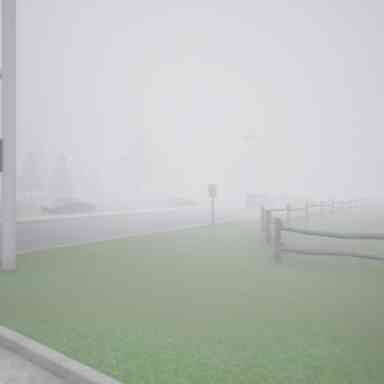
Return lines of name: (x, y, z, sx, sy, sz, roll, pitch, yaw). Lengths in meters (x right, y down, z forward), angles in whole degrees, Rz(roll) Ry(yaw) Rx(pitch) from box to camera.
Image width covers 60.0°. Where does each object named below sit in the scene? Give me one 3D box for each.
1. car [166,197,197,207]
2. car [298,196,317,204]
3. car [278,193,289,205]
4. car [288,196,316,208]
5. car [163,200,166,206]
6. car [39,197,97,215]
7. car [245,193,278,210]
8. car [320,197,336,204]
car: (-1.250, 1.599, 49.801, 1.895, 1.301, 4.718, 0, 0, 35)
car: (21.391, 1.501, 61.399, 1.837, 1.490, 4.892, 0, -1, 36)
car: (16.550, 1.220, 60.880, 2.150, 2.045, 5.566, 0, 0, 36)
car: (16.063, 1.476, 48.049, 1.882, 1.535, 5.008, 0, 0, 35)
car: (-2.699, 1.489, 53.830, 2.128, 1.511, 4.902, 0, 0, 35)
car: (-12.308, 1.545, 33.845, 2.033, 1.411, 5.357, 0, 0, 35)
car: (8.953, 1.220, 44.015, 2.150, 2.045, 5.566, 0, 0, 35)
car: (24.539, 1.563, 59.775, 1.994, 1.385, 4.181, 0, 0, 36)
